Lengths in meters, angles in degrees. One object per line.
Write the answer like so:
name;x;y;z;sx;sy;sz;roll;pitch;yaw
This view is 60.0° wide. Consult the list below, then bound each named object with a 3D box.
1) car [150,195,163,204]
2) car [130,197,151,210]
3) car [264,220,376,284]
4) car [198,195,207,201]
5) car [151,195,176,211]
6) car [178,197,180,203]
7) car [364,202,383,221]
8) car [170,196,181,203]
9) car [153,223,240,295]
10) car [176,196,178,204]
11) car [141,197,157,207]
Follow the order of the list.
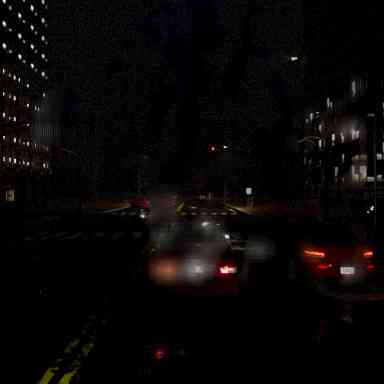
car;-6.674;1.427;62.522;1.837;1.490;4.892;0;0;0
car;-6.658;1.442;42.237;1.882;1.535;5.008;0;0;0
car;3.336;1.522;9.449;1.812;1.442;4.674;0;0;0
car;2.528;1.391;82.843;1.812;1.442;4.674;0;0;-4
car;-3.403;1.319;40.615;2.097;1.767;4.553;0;0;0
car;-3.418;1.421;59.127;2.128;1.511;4.902;0;0;0
car;16.986;1.279;26.703;5.566;2.045;2.150;0;0;3
car;-3.433;1.471;69.161;1.994;1.385;4.181;0;0;-1
car;0.088;1.544;8.864;2.033;1.411;5.357;0;0;0
car;-3.414;1.455;49.508;1.837;1.490;4.892;0;0;0
car;-6.670;1.470;52.157;1.812;1.442;4.674;0;0;0
